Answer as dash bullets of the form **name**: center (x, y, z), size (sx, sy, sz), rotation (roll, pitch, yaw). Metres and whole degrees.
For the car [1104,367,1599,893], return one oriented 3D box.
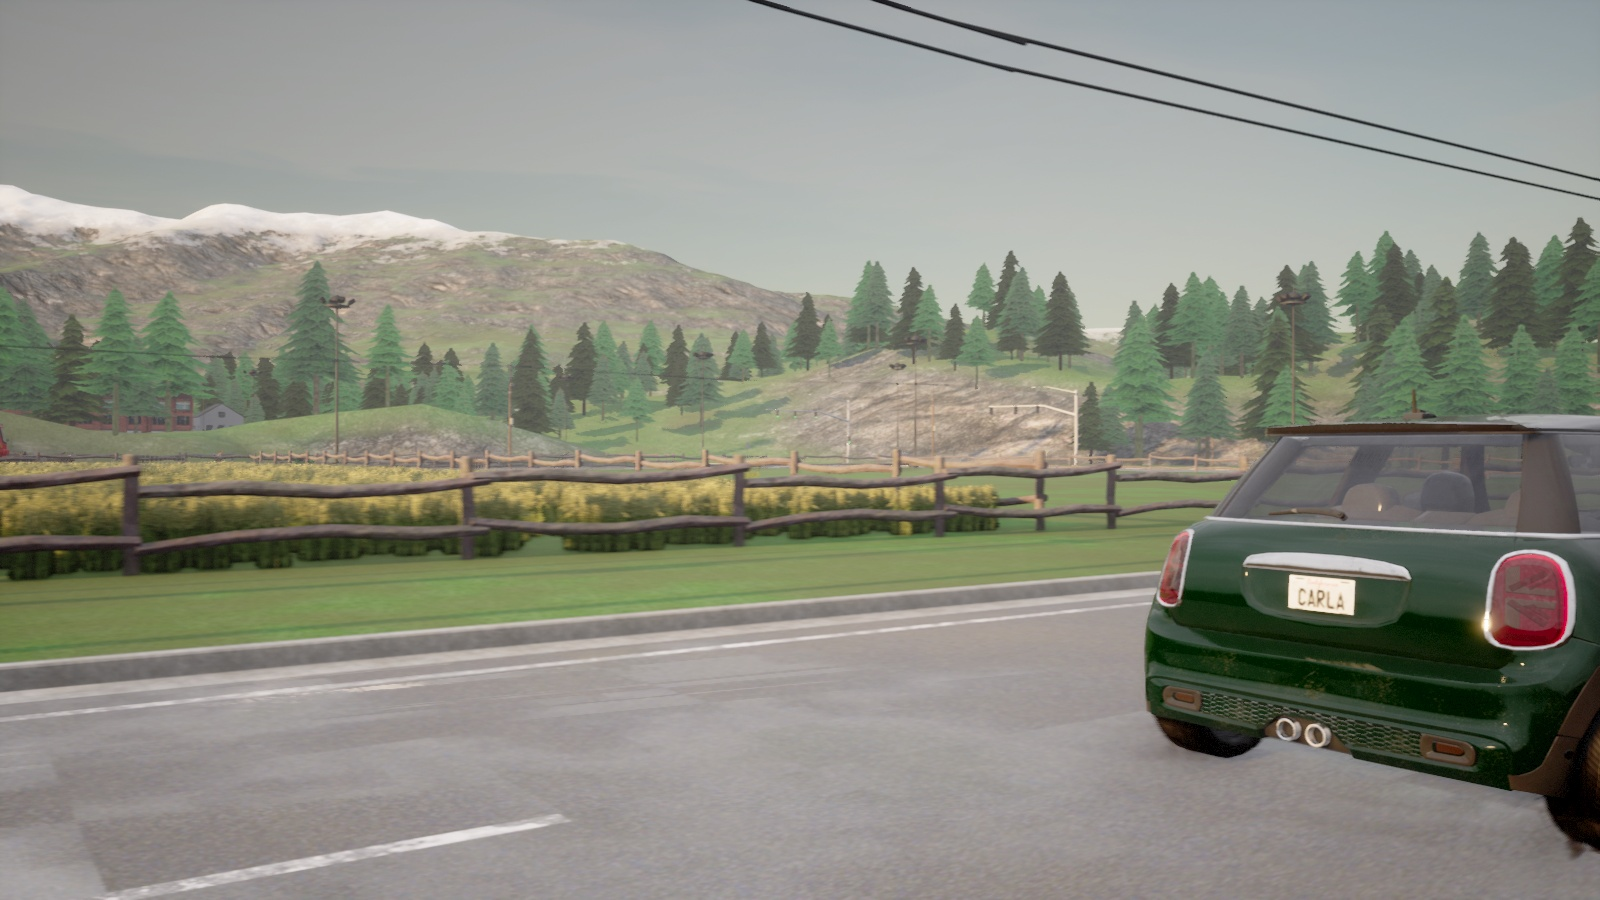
- **car**: center (3.907, 0.606, 6.379), size (4.553, 1.767, 2.097), rotation (0, 0, -35)
